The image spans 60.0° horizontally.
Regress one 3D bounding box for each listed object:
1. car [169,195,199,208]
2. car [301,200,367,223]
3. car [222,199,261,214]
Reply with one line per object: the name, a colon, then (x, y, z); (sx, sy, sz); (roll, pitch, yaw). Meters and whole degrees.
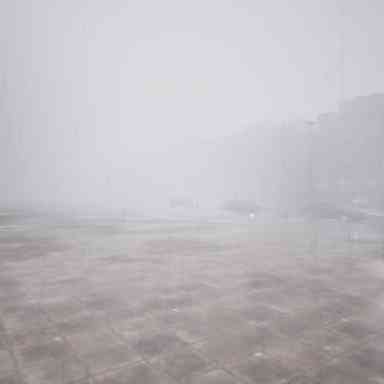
car: (-1.006, 1.190, 41.755); (2.128, 1.511, 4.902); (-2, 2, -35)
car: (10.646, 1.427, 25.251); (1.837, 1.490, 4.892); (-2, 2, -35)
car: (4.906, 1.377, 33.372); (1.994, 1.385, 4.181); (-2, 2, -36)
